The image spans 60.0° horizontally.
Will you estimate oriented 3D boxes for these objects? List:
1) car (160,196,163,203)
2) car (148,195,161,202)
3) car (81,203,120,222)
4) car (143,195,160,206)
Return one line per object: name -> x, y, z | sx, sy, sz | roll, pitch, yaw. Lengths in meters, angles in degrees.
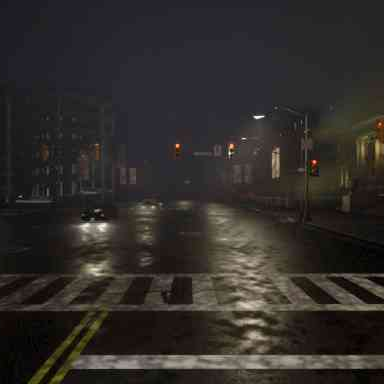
car -> -6.978, 1.507, 68.075 | 1.837, 1.490, 4.892 | 0, 0, 1
car -> -8.947, 1.540, 79.645 | 2.033, 1.411, 5.357 | 0, 0, -18
car -> -7.060, 1.547, 26.265 | 2.033, 1.411, 5.357 | 0, 0, 0
car -> -7.015, 1.478, 55.663 | 1.882, 1.535, 5.008 | 0, 0, 0
